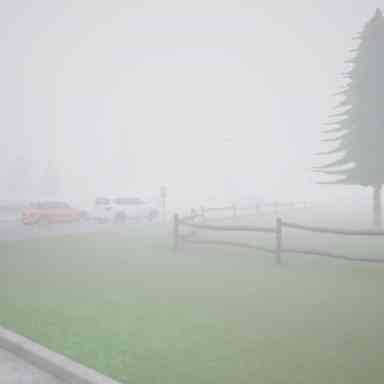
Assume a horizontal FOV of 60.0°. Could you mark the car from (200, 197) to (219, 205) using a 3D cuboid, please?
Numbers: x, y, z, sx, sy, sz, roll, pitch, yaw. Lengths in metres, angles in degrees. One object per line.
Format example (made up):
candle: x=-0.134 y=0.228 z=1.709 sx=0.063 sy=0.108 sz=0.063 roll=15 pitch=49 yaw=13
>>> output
car: x=3.326 y=1.681 z=62.751 sx=2.128 sy=1.511 sz=4.902 roll=0 pitch=0 yaw=36

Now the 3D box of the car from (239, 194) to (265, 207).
car: x=10.055 y=1.337 z=52.286 sx=2.150 sy=2.045 sz=5.566 roll=0 pitch=0 yaw=36

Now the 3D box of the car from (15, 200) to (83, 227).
car: x=-9.691 y=1.467 z=23.883 sx=2.097 sy=1.767 sz=4.553 roll=0 pitch=0 yaw=35

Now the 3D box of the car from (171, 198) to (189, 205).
car: x=-2.340 y=1.816 z=66.860 sx=1.994 sy=1.385 sz=4.181 roll=0 pitch=0 yaw=36

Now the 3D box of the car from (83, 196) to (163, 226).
car: x=-4.895 y=1.318 z=24.835 sx=2.150 sy=2.045 sz=5.566 roll=0 pitch=0 yaw=36

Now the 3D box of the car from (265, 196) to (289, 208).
car: x=13.315 y=1.622 z=50.814 sx=1.812 sy=1.442 sz=4.674 roll=0 pitch=0 yaw=36

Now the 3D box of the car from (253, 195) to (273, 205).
car: x=13.464 y=1.486 z=63.058 sx=2.097 sy=1.767 sz=4.553 roll=0 pitch=0 yaw=36

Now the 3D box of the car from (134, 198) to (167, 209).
car: x=-6.154 y=1.668 z=49.426 sx=2.128 sy=1.511 sz=4.902 roll=0 pitch=0 yaw=35

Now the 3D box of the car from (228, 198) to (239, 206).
car: x=7.951 y=1.682 z=55.336 sx=2.033 sy=1.411 sz=5.357 roll=0 pitch=0 yaw=36

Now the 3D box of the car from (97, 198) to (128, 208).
car: x=-12.512 y=1.741 z=52.539 sx=1.812 sy=1.442 sz=4.674 roll=0 pitch=0 yaw=35

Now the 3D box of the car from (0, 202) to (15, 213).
car: x=-21.611 y=1.816 z=39.465 sx=1.895 sy=1.301 sz=4.718 roll=0 pitch=0 yaw=35
